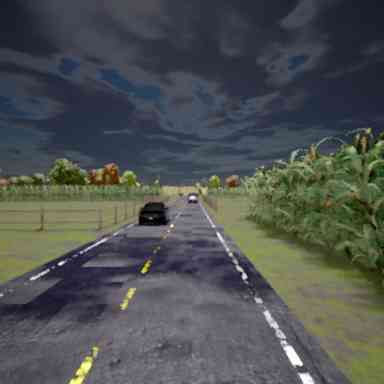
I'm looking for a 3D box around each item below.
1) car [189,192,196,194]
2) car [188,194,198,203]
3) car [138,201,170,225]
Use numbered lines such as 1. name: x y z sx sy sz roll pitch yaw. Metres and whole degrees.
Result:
1. car: 0.177 1.081 76.927 2.150 2.045 5.566 0 0 0
2. car: 0.153 1.572 66.926 1.895 1.301 4.718 0 0 0
3. car: -2.707 1.472 24.438 1.882 1.535 5.008 0 0 0
